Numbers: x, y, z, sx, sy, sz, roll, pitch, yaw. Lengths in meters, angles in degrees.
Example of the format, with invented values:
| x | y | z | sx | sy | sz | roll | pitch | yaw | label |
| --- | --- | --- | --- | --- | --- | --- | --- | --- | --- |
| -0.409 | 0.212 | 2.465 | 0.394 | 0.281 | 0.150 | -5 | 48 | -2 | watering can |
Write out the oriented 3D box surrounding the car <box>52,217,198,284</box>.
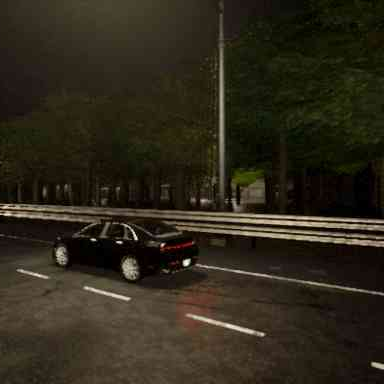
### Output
| x | y | z | sx | sy | sz | roll | pitch | yaw | label |
| --- | --- | --- | --- | --- | --- | --- | --- | --- | --- |
| -2.111 | 1.507 | 9.672 | 4.892 | 1.490 | 1.837 | 0 | 0 | 35 | car |
